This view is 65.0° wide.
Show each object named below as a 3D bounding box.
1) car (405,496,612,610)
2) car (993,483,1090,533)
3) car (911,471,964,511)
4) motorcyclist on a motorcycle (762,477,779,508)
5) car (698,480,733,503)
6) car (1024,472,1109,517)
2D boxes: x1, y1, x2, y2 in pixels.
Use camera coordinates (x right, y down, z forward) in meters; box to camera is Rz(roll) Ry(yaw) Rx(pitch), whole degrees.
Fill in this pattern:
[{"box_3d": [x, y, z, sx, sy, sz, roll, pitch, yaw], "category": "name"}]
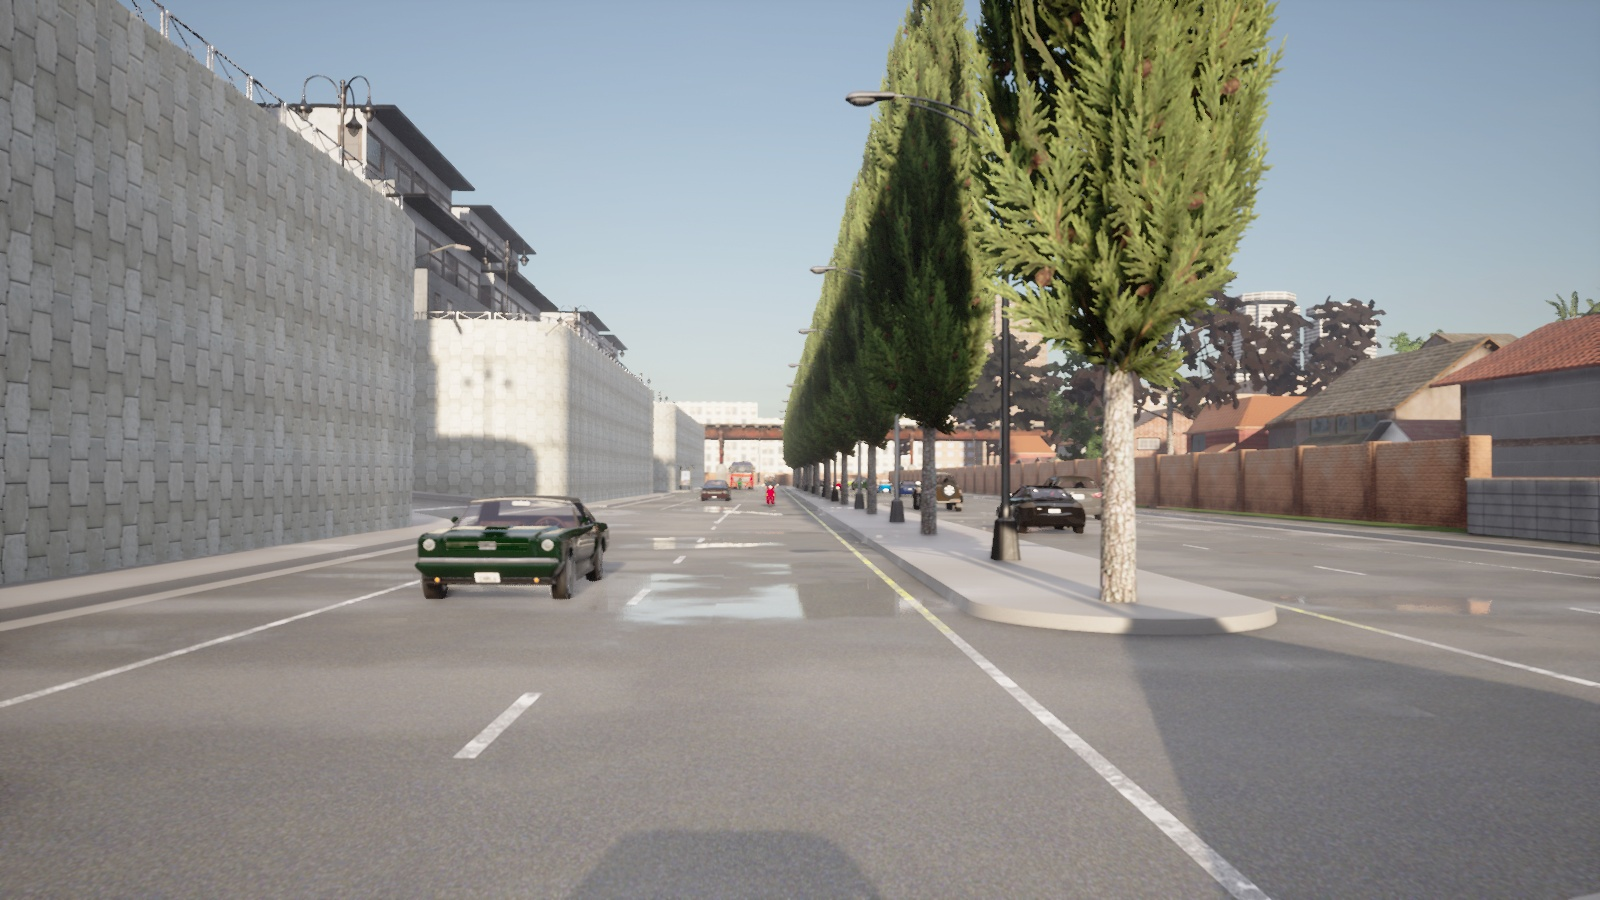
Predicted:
[{"box_3d": [-3.862, 1.323, 17.500, 1.895, 1.301, 4.718, 0, -1, -1], "category": "car"}, {"box_3d": [7.147, 1.683, 37.583, 1.994, 1.385, 4.181, 0, -1, -1], "category": "car"}, {"box_3d": [6.582, 1.941, 60.538, 1.932, 1.855, 4.605, 0, -1, -1], "category": "car"}, {"box_3d": [-1.556, 2.232, 66.059, 0.866, 1.590, 1.817, 0, -1, -1], "category": "motorcyclist on a motorcycle"}, {"box_3d": [-5.507, 2.706, 82.676, 2.033, 1.411, 5.357, 0, -1, -1], "category": "car"}, {"box_3d": [10.362, 1.705, 49.175, 2.242, 1.667, 4.611, 0, -1, -1], "category": "car"}]
